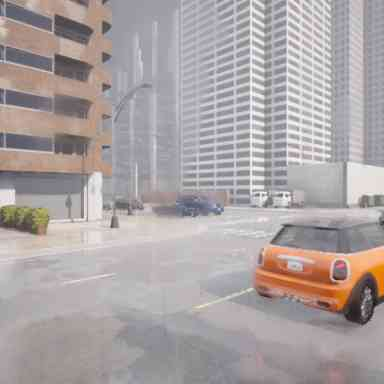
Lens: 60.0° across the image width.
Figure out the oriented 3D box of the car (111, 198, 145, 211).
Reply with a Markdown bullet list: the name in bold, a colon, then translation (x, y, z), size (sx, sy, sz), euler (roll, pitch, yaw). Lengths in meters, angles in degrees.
- **car**: translation (-7.865, 1.555, 42.091), size (1.837, 1.490, 4.892), euler (0, 1, -44)

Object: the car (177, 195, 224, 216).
- **car**: translation (0.644, 1.277, 33.280), size (2.150, 2.045, 5.566), euler (0, 0, -44)

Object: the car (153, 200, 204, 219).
- **car**: translation (-1.469, 1.656, 30.428), size (1.895, 1.301, 4.718), euler (0, 0, -44)

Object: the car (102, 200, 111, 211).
- **car**: translation (-11.839, 1.602, 41.167), size (2.033, 1.411, 5.357), euler (0, 0, -44)

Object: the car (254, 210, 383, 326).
- **car**: translation (3.430, 1.352, 7.407), size (4.553, 1.767, 2.097), euler (0, 0, -42)
